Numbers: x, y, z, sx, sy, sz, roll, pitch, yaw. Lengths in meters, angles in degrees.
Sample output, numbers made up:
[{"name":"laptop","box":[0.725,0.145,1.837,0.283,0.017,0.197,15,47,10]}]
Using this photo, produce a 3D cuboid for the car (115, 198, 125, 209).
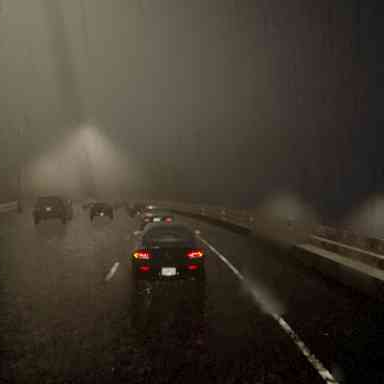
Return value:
[{"name":"car","box":[-9.732,1.579,44.313,1.837,1.490,4.892,0,-1,-24]}]

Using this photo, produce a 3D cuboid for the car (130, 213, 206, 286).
[{"name":"car","box":[-0.695,1.541,9.417,1.812,1.442,4.674,0,0,-5]}]

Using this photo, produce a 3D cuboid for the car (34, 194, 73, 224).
[{"name":"car","box":[-10.480,1.271,25.402,2.150,2.045,5.566,0,0,-14]}]

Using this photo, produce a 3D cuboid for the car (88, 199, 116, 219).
[{"name":"car","box":[-8.055,1.559,29.635,1.837,1.490,4.892,0,0,-16]}]

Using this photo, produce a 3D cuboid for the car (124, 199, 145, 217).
[{"name":"car","box":[-5.016,1.579,31.592,1.812,1.442,4.674,0,0,-17]}]

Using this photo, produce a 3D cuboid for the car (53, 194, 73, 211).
[{"name":"car","box":[-16.472,1.298,42.373,2.150,2.045,5.566,0,-1,-23]}]

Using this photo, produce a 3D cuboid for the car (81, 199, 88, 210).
[{"name":"car","box":[-13.650,1.644,44.548,1.994,1.385,4.181,0,0,-24]}]

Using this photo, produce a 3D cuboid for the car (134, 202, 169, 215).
[{"name":"car","box":[-2.339,1.582,20.660,2.033,1.411,5.357,0,0,-11]}]
